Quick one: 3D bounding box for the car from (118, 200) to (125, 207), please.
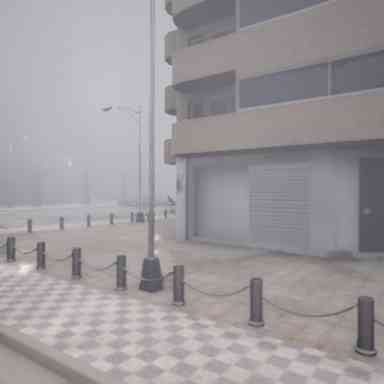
[{"bbox_3d":[-7.348,1.331,43.658,1.895,1.301,4.718,0,0,36],"label":"car"}]

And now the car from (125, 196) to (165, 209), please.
[{"bbox_3d":[-5.309,1.246,40.500,2.128,1.511,4.902,0,0,36],"label":"car"}]

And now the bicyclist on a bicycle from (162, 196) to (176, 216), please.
[{"bbox_3d":[-1.775,1.131,26.627,1.656,1.620,0.582,0,0,36],"label":"bicyclist on a bicycle"}]
